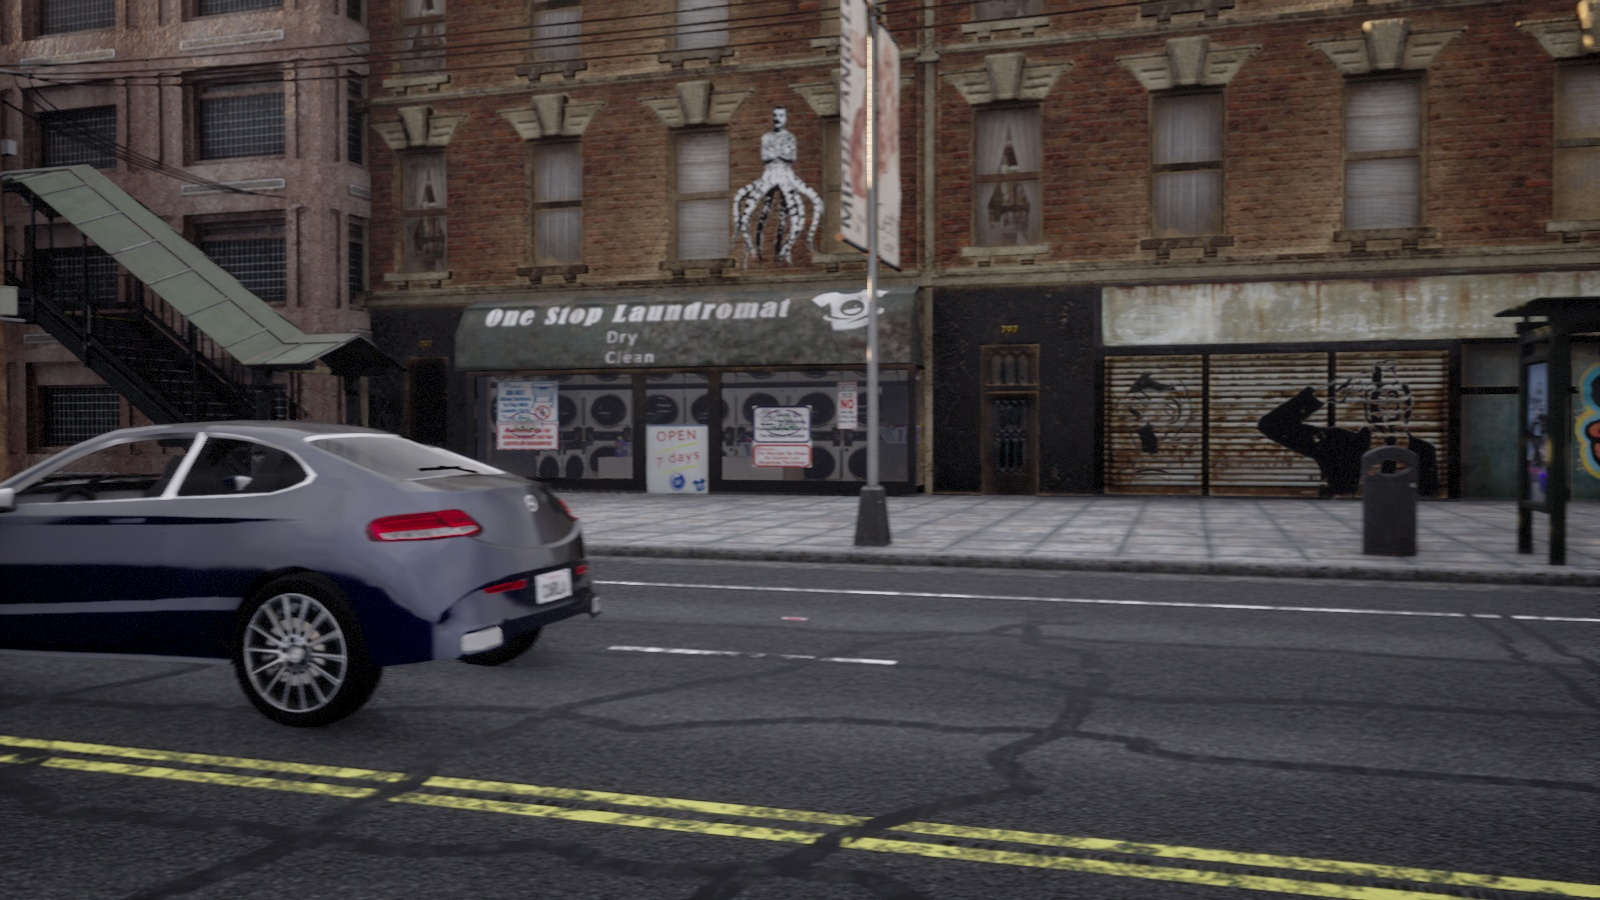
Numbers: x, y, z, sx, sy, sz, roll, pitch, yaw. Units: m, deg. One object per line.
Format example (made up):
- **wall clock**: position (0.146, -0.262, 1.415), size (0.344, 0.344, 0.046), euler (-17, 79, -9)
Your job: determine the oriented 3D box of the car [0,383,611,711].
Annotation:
- **car**: position (-3.980, 0.450, 8.066), size (5.027, 1.651, 2.152), euler (1, 1, 17)
